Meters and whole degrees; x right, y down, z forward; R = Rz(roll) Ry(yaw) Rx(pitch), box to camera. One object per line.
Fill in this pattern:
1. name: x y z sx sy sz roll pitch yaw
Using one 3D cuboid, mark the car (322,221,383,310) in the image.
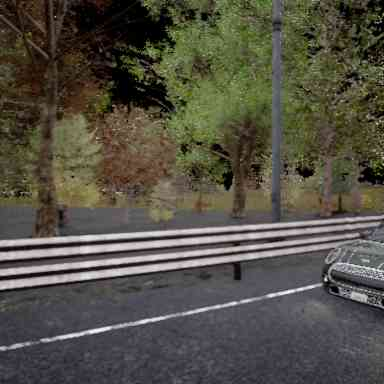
1. car: 4.975 1.328 7.285 4.553 1.767 2.097 0 0 -32
